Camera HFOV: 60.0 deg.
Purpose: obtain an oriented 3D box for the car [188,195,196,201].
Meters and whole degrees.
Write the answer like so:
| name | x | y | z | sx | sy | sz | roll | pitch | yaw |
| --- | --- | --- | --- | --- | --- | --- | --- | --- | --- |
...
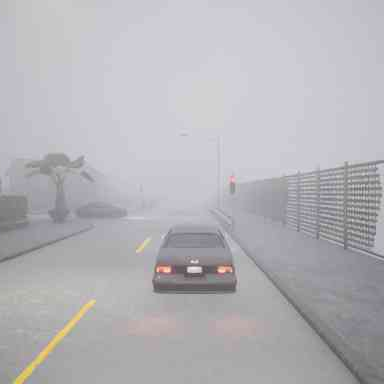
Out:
| name | x | y | z | sx | sy | sz | roll | pitch | yaw |
| --- | --- | --- | --- | --- | --- | --- | --- | --- | --- |
| car | 0.059 | 1.552 | 86.582 | 1.994 | 1.385 | 4.181 | 0 | 0 | 0 |

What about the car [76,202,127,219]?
| name | x | y | z | sx | sy | sz | roll | pitch | yaw |
| --- | --- | --- | --- | --- | --- | --- | --- | --- | --- |
| car | -7.681 | 1.564 | 28.375 | 4.181 | 1.385 | 1.994 | 0 | 0 | -8 |

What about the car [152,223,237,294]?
| name | x | y | z | sx | sy | sz | roll | pitch | yaw |
| --- | --- | --- | --- | --- | --- | --- | --- | --- | --- |
| car | 0.069 | 1.547 | 8.932 | 2.033 | 1.411 | 5.357 | 0 | 0 | 1 |
